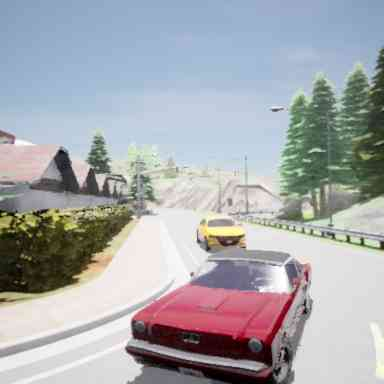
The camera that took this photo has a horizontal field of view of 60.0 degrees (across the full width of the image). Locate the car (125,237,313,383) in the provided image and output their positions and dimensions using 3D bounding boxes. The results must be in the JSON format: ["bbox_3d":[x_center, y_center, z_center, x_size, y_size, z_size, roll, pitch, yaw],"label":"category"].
[{"bbox_3d":[0.913,1.767,5.752,1.895,1.301,4.718,-2,-2,25],"label":"car"}]

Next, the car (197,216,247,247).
[{"bbox_3d":[1.391,1.978,16.982,1.882,1.535,5.008,-1,-2,-6],"label":"car"}]
